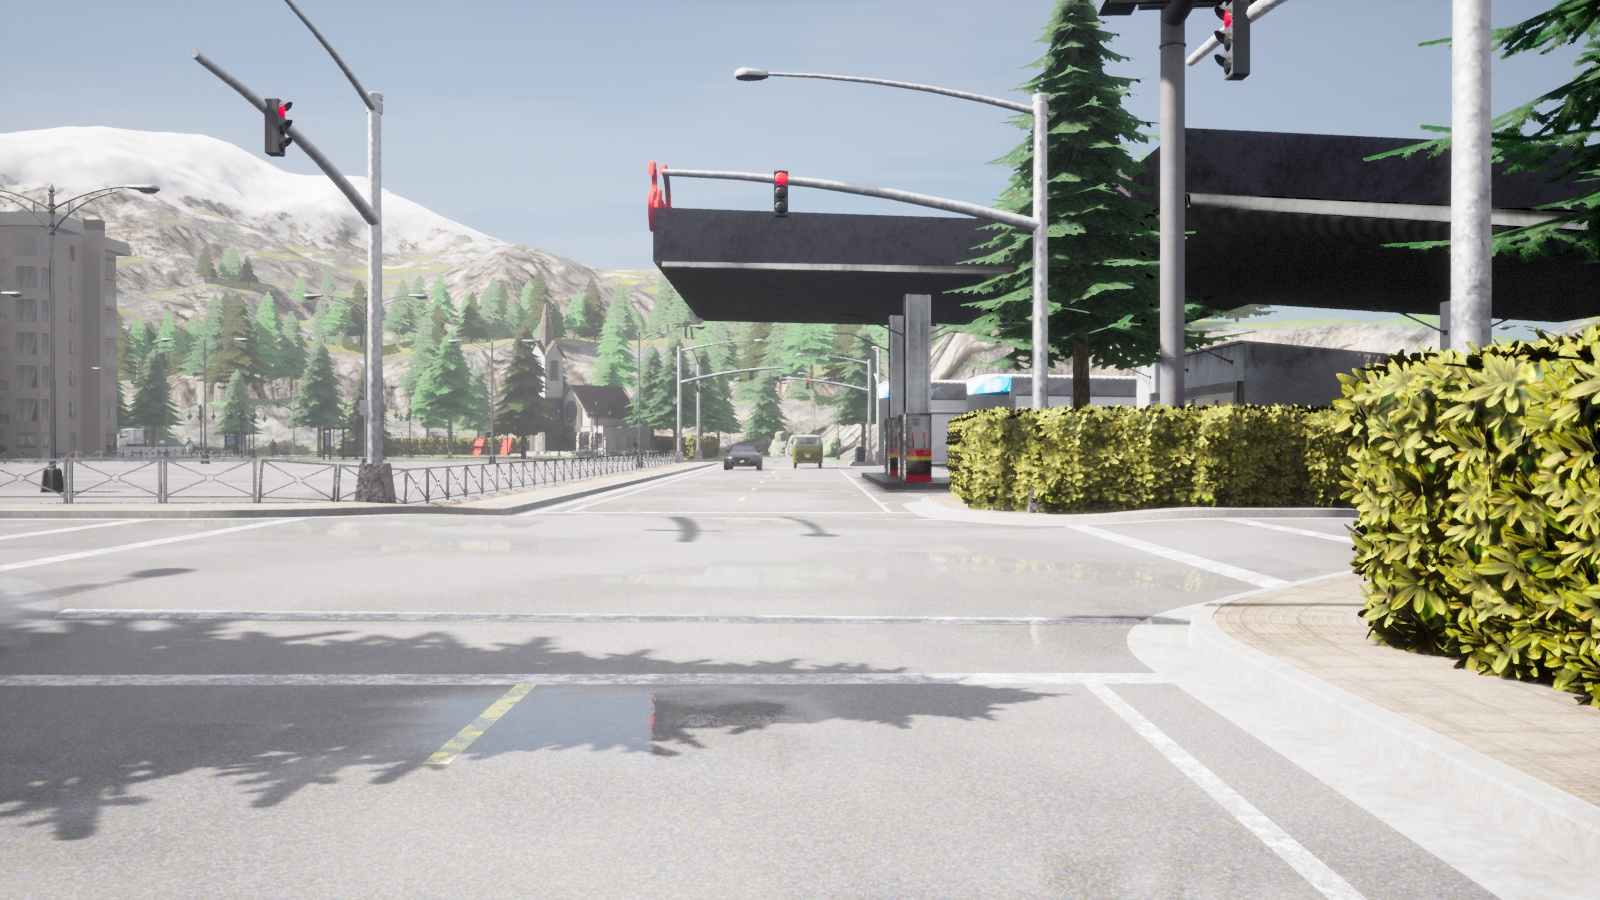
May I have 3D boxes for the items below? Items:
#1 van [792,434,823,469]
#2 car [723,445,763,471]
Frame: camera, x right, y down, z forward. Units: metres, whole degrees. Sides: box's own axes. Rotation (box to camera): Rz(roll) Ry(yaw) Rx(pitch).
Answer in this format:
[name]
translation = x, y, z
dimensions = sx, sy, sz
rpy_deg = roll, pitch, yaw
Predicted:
[van]
translation = 0.461, 0.077, 74.844
dimensions = 1.775, 1.987, 4.442
rpy_deg = 0, 0, 0
[car]
translation = -3.076, 0.420, 68.752
dimensions = 1.994, 1.385, 4.181
rpy_deg = 0, 0, 0
